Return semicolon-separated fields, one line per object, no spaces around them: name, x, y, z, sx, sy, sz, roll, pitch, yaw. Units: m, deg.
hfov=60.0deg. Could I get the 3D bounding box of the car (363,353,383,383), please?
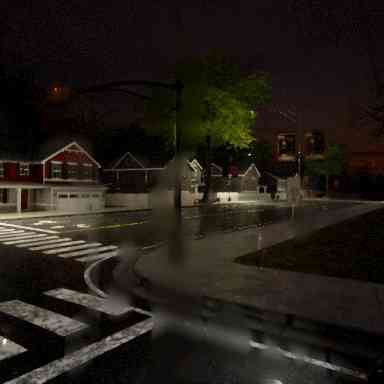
car;3.328;1.506;1.308;4.892;1.490;1.837;0;0;35
